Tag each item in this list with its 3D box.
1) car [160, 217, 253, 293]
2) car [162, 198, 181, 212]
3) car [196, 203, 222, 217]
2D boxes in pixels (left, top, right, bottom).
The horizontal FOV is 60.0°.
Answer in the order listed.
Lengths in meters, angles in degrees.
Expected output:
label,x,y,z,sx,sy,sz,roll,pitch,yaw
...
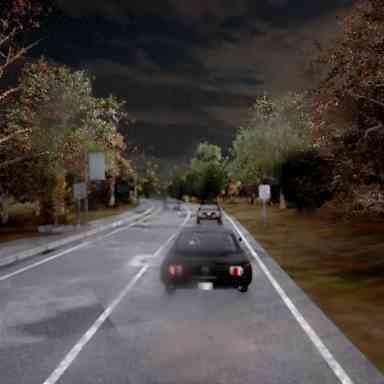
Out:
label,x,y,z,sx,sy,sz,roll,pitch,yaw
car,0.403,1.593,8.851,1.895,1.301,4.718,0,0,3
car,-2.293,1.473,38.168,2.128,1.511,4.902,0,0,-2
car,1.273,1.536,25.165,2.033,1.411,5.357,0,0,3
